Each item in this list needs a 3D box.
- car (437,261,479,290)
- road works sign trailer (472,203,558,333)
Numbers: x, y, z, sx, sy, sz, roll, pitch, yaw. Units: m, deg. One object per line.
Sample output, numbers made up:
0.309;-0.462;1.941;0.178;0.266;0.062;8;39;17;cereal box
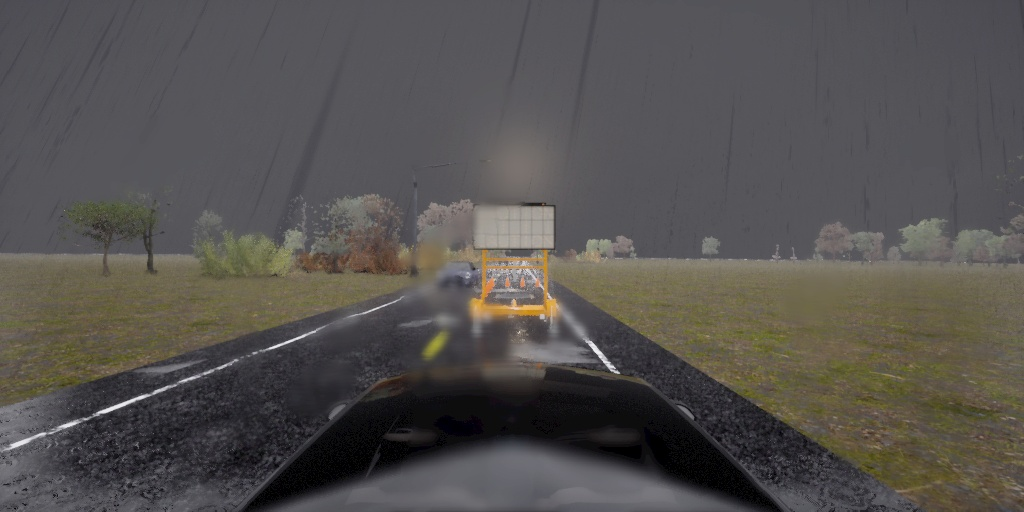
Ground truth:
-3.311;1.112;22.631;2.097;1.767;4.553;0;0;1;car
0.084;0.218;10.737;2.380;3.560;2.880;0;0;0;road works sign trailer
